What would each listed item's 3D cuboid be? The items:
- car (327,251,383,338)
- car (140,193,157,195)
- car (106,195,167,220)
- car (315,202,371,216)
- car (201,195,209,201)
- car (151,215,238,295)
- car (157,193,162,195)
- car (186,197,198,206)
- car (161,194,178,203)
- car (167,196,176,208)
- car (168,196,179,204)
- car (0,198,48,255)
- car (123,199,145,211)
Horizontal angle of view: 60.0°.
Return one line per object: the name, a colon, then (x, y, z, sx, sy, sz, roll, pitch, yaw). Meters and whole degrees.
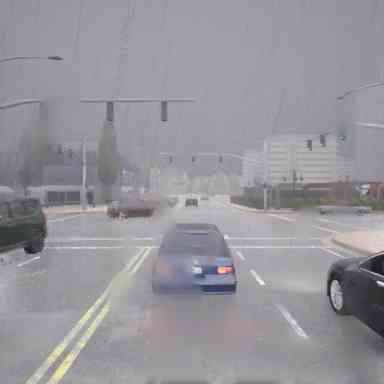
car: (3.547, 1.505, 4.636, 1.837, 1.490, 4.892, 0, 0, 0)
car: (-7.260, 1.221, 51.896, 2.150, 2.045, 5.566, 0, 0, 0)
car: (-4.776, 1.351, 27.859, 4.553, 1.767, 2.097, 0, 0, -37)
car: (14.343, 1.601, 31.804, 4.718, 1.301, 1.895, 0, 0, 1)
car: (3.222, 1.552, 84.560, 1.994, 1.385, 4.181, 0, 0, 0)
car: (0.053, 1.547, 8.881, 2.033, 1.411, 5.357, 0, 0, 0)
car: (-7.265, 1.352, 61.823, 2.097, 1.767, 4.553, 0, 0, 0)
car: (-0.072, 1.477, 54.004, 1.882, 1.535, 5.008, 0, 0, 0)
car: (-3.771, 1.491, 56.828, 2.128, 1.511, 4.902, 0, 0, 0)
car: (-3.755, 1.601, 47.558, 1.895, 1.301, 4.718, 0, 0, 0)
car: (-3.748, 1.564, 66.696, 1.994, 1.385, 4.181, 0, 0, 0)
car: (-6.754, 1.221, 10.625, 2.150, 2.045, 5.566, 0, 0, 4)
car: (-7.287, 1.601, 42.252, 1.895, 1.301, 4.718, 0, 0, 1)
